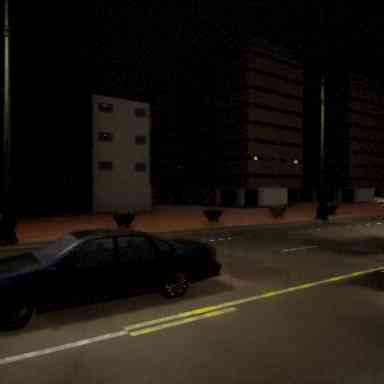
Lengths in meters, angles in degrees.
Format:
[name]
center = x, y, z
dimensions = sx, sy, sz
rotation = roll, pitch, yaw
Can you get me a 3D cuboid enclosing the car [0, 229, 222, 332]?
[car]
center = -1.934, 1.510, 6.886
dimensions = 5.357, 1.411, 2.033
rotation = 0, 0, -32
